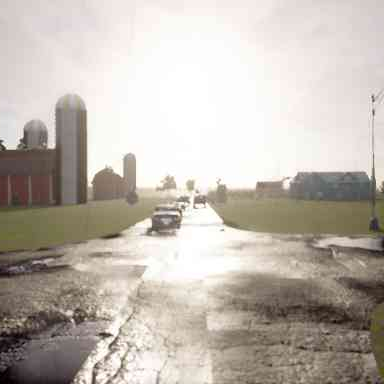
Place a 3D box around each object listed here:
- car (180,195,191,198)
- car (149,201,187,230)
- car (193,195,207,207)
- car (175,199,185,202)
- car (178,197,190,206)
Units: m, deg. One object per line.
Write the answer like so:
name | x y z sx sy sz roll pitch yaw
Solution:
car | -1.408 1.572 63.451 2.150 2.045 5.566 0 0 1
car | -1.756 1.592 22.155 2.128 1.511 4.902 0 0 -6
car | 1.317 1.493 56.823 2.150 2.045 5.566 0 0 1
car | -2.070 1.719 34.206 1.994 1.385 4.181 0 0 1
car | -1.798 1.768 47.762 2.033 1.411 5.357 0 0 2
